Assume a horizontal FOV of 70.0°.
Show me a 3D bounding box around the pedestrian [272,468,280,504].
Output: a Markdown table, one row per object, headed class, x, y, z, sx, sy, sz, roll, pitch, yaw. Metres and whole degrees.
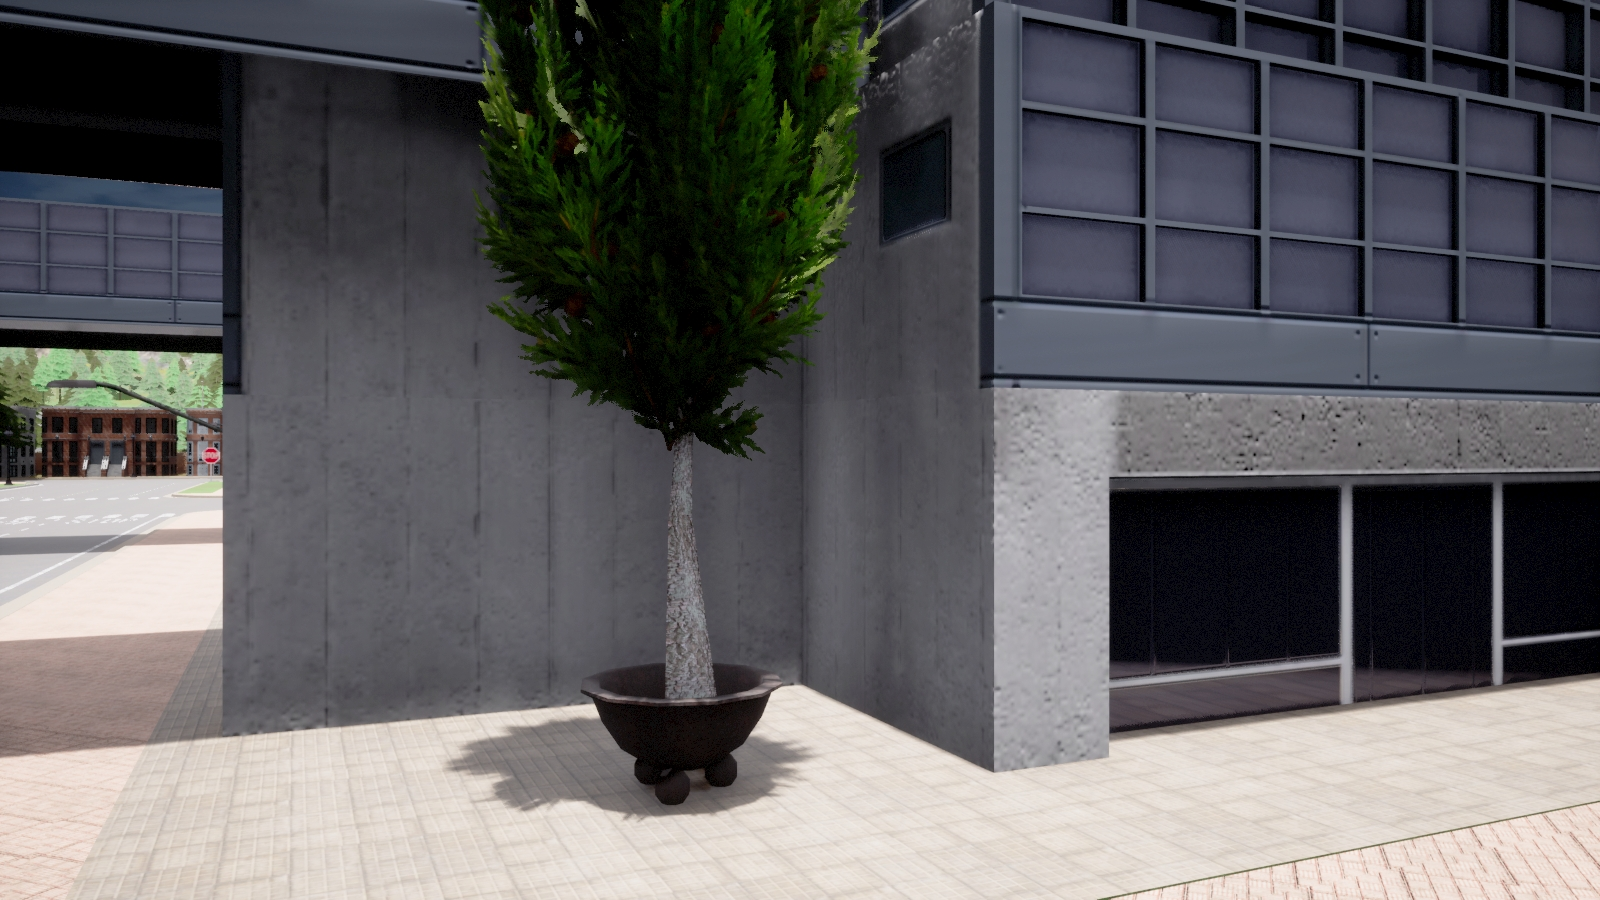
| class | x | y | z | sx | sy | sz | roll | pitch | yaw |
| --- | --- | --- | --- | --- | --- | --- | --- | --- | --- |
| pedestrian | -26.996 | 1.849 | 58.824 | 0.375 | 1.860 | 0.375 | 0 | 0 | -24 |
